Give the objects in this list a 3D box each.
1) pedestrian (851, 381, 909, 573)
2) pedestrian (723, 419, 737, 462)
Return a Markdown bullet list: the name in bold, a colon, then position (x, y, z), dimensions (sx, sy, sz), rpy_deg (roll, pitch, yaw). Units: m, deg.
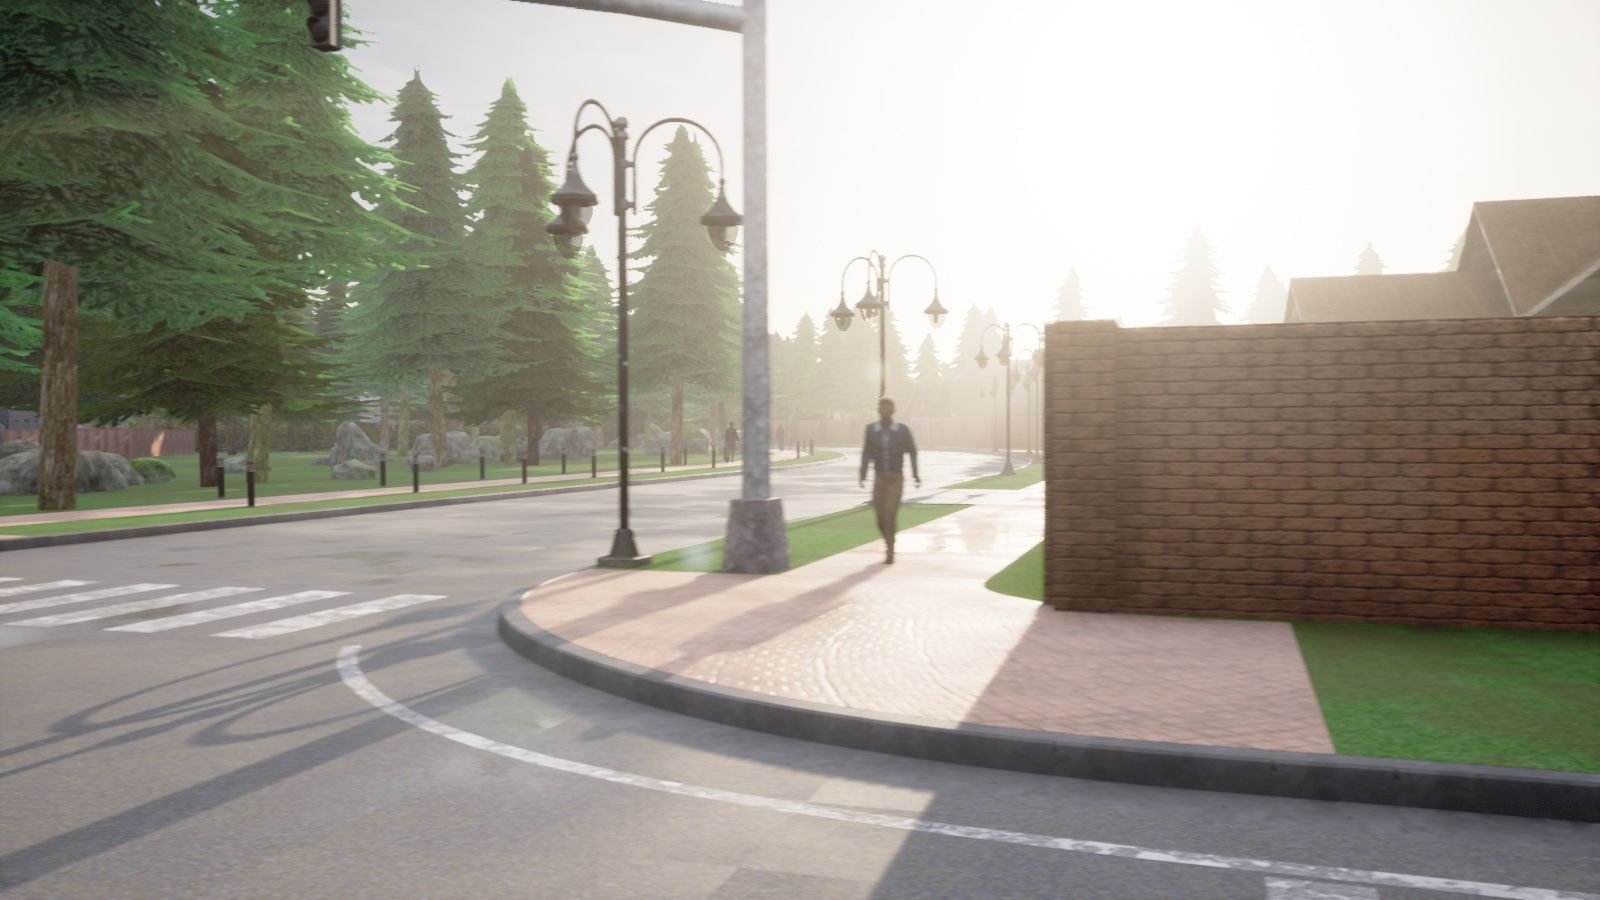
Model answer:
- **pedestrian**: position (0.849, 0.269, 13.228), dimensions (0.423, 1.949, 0.788), rpy_deg (1, 1, 18)
- **pedestrian**: position (-3.001, -0.410, 54.017), dimensions (0.431, 1.840, 0.703), rpy_deg (0, 1, 9)
